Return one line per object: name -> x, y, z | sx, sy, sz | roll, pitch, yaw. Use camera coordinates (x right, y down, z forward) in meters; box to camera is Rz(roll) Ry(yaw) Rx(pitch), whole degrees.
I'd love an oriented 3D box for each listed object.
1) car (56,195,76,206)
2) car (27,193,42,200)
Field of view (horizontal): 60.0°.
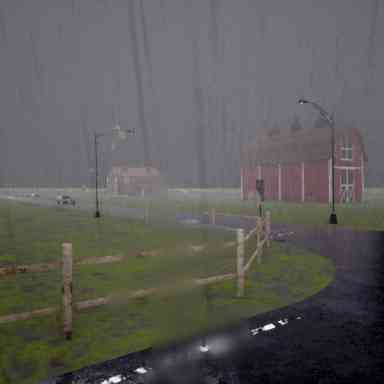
car -> -18.938, 1.281, 49.800 | 1.837, 1.490, 4.892 | -2, 1, -36
car -> -37.592, 1.054, 80.028 | 1.837, 1.490, 4.892 | -2, 1, -36
